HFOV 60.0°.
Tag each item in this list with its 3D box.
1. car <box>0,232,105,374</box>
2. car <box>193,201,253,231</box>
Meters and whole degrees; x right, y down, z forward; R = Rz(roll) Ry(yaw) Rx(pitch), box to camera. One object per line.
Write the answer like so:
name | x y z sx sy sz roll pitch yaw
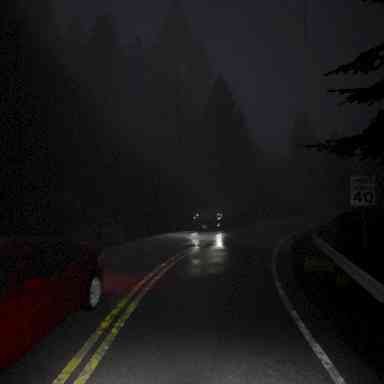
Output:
car | -2.925 1.487 5.031 1.882 1.535 5.008 0 0 5
car | 1.985 1.389 20.745 2.097 1.767 4.553 -3 -1 36
